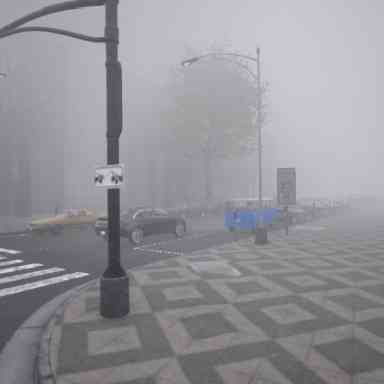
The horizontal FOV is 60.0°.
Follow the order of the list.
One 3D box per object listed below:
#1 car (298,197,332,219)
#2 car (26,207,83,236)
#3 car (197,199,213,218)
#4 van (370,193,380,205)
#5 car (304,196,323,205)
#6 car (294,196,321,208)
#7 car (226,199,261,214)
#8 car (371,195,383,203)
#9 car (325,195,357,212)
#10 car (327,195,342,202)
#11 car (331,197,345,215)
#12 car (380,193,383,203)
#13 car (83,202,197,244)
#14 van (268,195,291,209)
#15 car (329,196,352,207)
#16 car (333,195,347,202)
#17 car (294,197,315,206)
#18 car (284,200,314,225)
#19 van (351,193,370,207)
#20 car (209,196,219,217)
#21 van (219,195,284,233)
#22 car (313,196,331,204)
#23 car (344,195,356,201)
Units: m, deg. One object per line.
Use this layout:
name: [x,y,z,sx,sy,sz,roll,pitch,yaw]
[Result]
car: [9.704,1.385,27.179,1.887,1.381,4.507,-1,0,36]
car: [-6.795,1.564,18.855,1.752,1.417,4.829,-1,0,36]
car: [-0.511,1.551,27.577,1.887,1.381,4.507,-1,0,36]
van: [28.673,1.102,53.544,1.690,1.788,3.998,-1,-1,36]
car: [21.015,1.439,57.490,1.752,1.417,4.829,-1,0,36]
car: [15.947,1.386,45.724,2.128,1.511,4.902,-1,-1,36]
car: [5.668,1.528,36.163,2.008,1.369,4.403,-1,0,36]
car: [34.999,1.303,62.330,1.947,1.339,4.313,-1,-1,36]
car: [16.028,1.363,35.967,2.008,1.369,4.403,-1,0,36]
car: [29.970,1.432,69.934,2.008,1.369,4.403,-1,-1,36]
car: [12.867,1.408,31.574,1.802,1.307,4.206,-1,0,36]
car: [31.936,1.274,58.075,1.752,1.417,4.829,-1,-1,36]
car: [-2.178,1.429,15.401,2.128,1.511,4.902,-1,-1,36]
van: [11.843,1.292,44.750,1.690,1.788,3.998,-1,0,36]
car: [21.789,1.375,48.705,2.033,1.411,5.357,-1,-1,36]
car: [33.150,1.415,74.353,1.887,1.381,4.507,-1,-1,36]
car: [18.025,1.491,53.334,1.947,1.339,4.313,-1,0,36]
car: [6.543,1.422,22.785,1.947,1.339,4.313,-1,0,36]
van: [22.349,1.127,44.756,1.690,1.788,3.998,-1,0,36]
car: [2.575,1.307,31.872,2.192,1.841,5.009,-1,0,36]
van: [3.378,1.212,18.393,1.690,1.788,3.998,-1,0,36]
car: [24.203,1.453,61.921,2.008,1.369,4.403,-1,-1,36]
car: [39.510,1.400,83.192,2.008,1.369,4.403,-1,-1,36]
